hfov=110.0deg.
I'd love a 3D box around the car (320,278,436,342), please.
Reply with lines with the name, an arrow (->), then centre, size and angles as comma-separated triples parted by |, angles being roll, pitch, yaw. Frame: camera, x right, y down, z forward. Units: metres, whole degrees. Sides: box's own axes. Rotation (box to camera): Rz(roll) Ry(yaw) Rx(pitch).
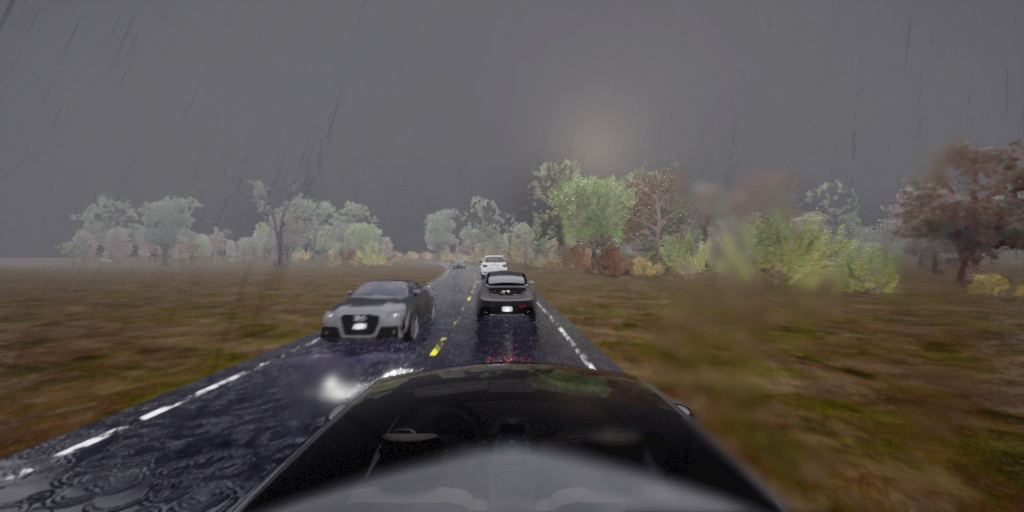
car -> -3.324, 1.314, 9.648 | 1.994, 1.385, 4.181 | 0, 0, -2

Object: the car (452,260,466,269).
car -> -8.112, 1.297, 54.587 | 1.837, 1.490, 4.892 | 0, 0, -11

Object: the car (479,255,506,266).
car -> -1.691, 0.968, 31.958 | 2.150, 2.045, 5.566 | 0, 0, -6

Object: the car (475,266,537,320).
car -> -0.239, 1.253, 12.555 | 1.837, 1.490, 4.892 | 0, 0, -2
